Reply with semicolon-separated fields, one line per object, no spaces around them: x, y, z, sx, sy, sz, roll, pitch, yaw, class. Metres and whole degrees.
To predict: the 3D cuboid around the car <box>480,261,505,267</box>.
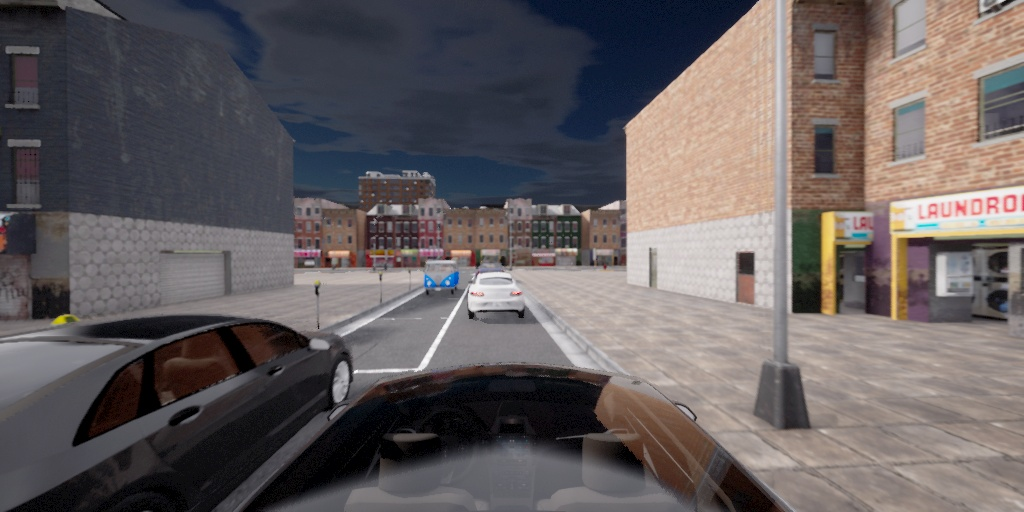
-1.510;1.149;25.573;2.097;1.767;4.553;0;0;-4;car

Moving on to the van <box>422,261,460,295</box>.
-3.849;1.141;20.024;1.690;1.789;3.998;0;0;-4;van

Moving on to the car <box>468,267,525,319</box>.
-0.601;1.296;12.922;1.812;1.442;4.674;0;0;-4;car

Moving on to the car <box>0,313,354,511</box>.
-3.037;1.273;3.193;1.837;1.490;4.892;0;0;-4;car
